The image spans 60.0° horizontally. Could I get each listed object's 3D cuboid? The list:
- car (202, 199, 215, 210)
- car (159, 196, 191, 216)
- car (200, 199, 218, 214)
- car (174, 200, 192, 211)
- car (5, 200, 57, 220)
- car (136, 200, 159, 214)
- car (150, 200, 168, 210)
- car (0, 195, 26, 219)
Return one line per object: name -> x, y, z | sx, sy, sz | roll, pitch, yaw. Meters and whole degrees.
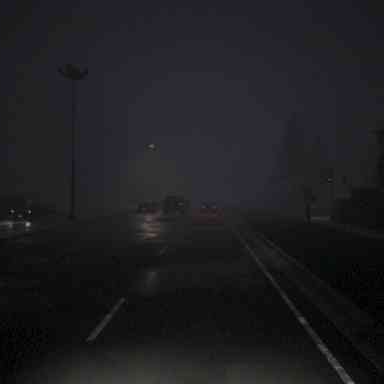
car -> 2.525, 1.886, 50.633 | 1.837, 1.490, 4.892 | 1, 0, 3
car -> -1.713, 1.460, 36.457 | 2.150, 2.045, 5.566 | 1, 0, 5
car -> 2.020, 1.828, 40.258 | 1.812, 1.442, 4.674 | 1, 0, 3
car -> -1.232, 1.868, 47.426 | 2.033, 1.411, 5.357 | 1, 0, 3
car -> -13.736, 1.667, 29.053 | 1.895, 1.301, 4.718 | 1, 0, 3
car -> -5.125, 1.781, 38.277 | 1.994, 1.385, 4.181 | 1, 0, 3
car -> -4.707, 1.853, 47.925 | 1.994, 1.385, 4.181 | 1, 0, 3
car -> -17.175, 1.262, 30.220 | 2.150, 2.045, 5.566 | 1, 0, 3
